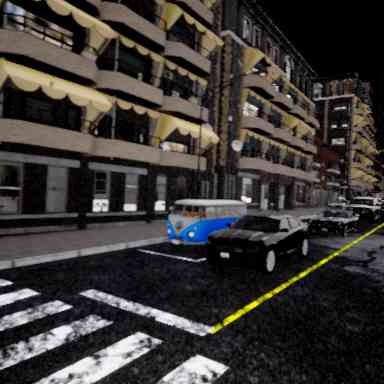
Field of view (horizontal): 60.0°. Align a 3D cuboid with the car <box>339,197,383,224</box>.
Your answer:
[{"bbox_3d":[14.066,1.445,27.395,2.150,2.045,5.566,3,1,35],"label":"car"}]

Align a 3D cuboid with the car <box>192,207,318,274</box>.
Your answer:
[{"bbox_3d":[2.297,1.412,10.737,1.882,1.535,5.008,3,1,35],"label":"car"}]

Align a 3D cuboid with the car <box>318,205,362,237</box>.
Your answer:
[{"bbox_3d":[8.143,1.678,19.034,1.895,1.301,4.718,3,1,35],"label":"car"}]

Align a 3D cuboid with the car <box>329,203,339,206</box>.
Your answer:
[{"bbox_3d":[13.509,1.734,31.117,1.947,1.339,4.313,4,1,35],"label":"car"}]

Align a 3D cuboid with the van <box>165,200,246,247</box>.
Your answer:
[{"bbox_3d":[0.685,1.193,12.906,1.690,1.788,3.998,4,1,35],"label":"van"}]

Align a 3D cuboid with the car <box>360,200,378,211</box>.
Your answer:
[{"bbox_3d":[26.248,2.011,49.184,1.752,1.417,4.829,4,1,35],"label":"car"}]

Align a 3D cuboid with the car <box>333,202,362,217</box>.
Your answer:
[{"bbox_3d":[16.718,1.798,35.668,2.008,1.369,4.403,4,1,35],"label":"car"}]

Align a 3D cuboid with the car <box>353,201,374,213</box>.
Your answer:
[{"bbox_3d":[23.135,1.973,44.772,1.947,1.339,4.313,4,1,35],"label":"car"}]
